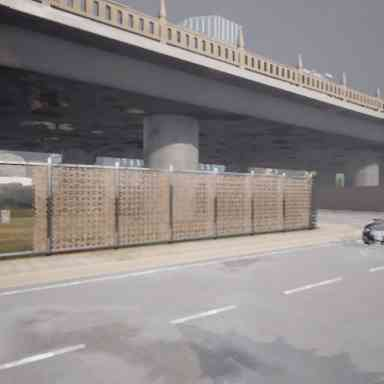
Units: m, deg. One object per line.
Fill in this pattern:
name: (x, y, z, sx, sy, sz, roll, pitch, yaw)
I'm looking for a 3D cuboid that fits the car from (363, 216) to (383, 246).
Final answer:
car: (9.449, 1.591, 14.728, 4.902, 1.511, 2.128, 0, 0, -36)
